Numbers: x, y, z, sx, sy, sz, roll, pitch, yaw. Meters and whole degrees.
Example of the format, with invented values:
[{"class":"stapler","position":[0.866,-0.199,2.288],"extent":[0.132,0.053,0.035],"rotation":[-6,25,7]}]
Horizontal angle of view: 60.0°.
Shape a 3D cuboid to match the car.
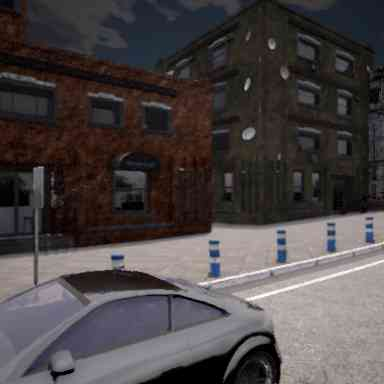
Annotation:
[{"class":"car","position":[-1.065,1.563,3.233],"extent":[4.181,1.385,1.994],"rotation":[0,0,-35]}]
